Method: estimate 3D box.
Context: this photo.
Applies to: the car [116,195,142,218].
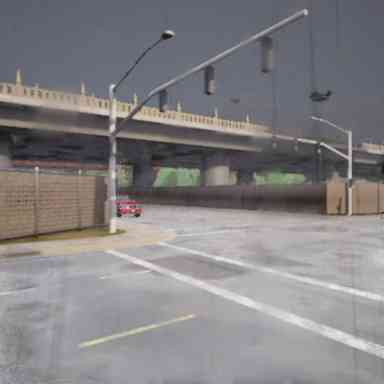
[{"bbox_3d":[-6.681,1.273,30.957,2.150,2.045,5.566,0,0,-36],"label":"car"}]
